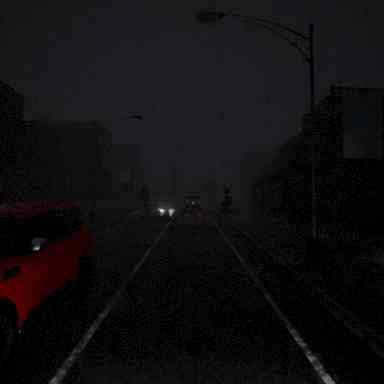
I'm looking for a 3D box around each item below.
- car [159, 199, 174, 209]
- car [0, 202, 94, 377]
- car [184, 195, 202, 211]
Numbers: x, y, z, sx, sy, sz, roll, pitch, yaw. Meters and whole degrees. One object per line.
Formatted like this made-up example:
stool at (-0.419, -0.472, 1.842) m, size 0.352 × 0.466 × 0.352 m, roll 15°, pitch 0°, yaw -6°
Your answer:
car at (-3.542, 1.751, 47.219) m, size 1.994 × 1.385 × 4.181 m, roll 0°, pitch 0°, yaw 0°
car at (-3.363, 1.231, 5.690) m, size 2.150 × 2.045 × 5.566 m, roll 0°, pitch 0°, yaw 0°
car at (0.140, 1.383, 43.113) m, size 2.150 × 2.045 × 5.566 m, roll 0°, pitch 0°, yaw 1°
